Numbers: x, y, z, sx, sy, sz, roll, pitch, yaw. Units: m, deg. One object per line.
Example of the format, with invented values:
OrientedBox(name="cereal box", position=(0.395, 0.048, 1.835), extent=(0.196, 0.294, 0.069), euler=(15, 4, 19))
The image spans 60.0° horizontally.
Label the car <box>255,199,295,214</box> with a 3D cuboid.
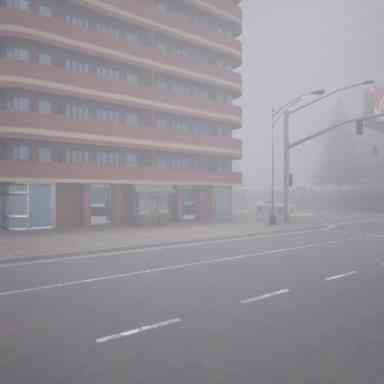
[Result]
OrientedBox(name="car", position=(8.903, 1.526, 36.193), extent=(1.812, 1.442, 4.674), euler=(0, 0, -36))
